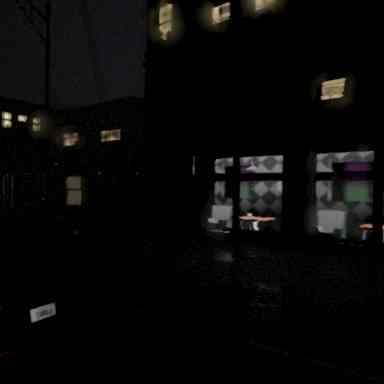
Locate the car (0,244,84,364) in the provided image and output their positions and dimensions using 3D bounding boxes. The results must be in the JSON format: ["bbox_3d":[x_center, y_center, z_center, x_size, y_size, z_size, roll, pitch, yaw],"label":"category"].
[{"bbox_3d":[-3.557,1.538,5.396,4.313,1.339,1.947,0,1,35],"label":"car"}]
